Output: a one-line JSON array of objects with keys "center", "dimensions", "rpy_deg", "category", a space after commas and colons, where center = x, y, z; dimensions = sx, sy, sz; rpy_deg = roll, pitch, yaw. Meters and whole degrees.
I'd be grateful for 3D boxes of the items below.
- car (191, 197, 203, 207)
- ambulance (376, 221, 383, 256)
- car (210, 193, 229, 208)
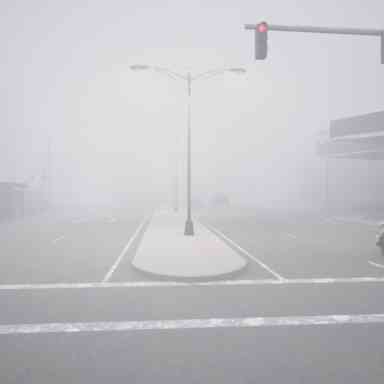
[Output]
[{"center": [0.511, 1.477, 50.001], "dimensions": [1.882, 1.535, 5.008], "rpy_deg": [0, 0, -4], "category": "car"}, {"center": [7.578, 1.031, 8.649], "dimensions": [2.351, 2.431, 6.366], "rpy_deg": [0, 0, -5], "category": "ambulance"}, {"center": [4.103, 1.221, 49.523], "dimensions": [2.150, 2.045, 5.566], "rpy_deg": [0, 0, -5], "category": "car"}]
